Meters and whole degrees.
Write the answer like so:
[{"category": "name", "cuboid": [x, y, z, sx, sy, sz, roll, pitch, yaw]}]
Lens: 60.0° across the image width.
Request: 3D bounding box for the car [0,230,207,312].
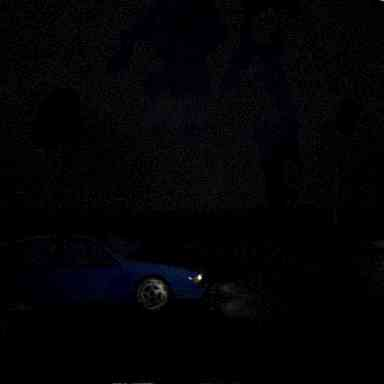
[{"category": "car", "cuboid": [-2.378, 1.549, 7.056, 5.357, 1.411, 2.033, -1, 0, 1]}]
